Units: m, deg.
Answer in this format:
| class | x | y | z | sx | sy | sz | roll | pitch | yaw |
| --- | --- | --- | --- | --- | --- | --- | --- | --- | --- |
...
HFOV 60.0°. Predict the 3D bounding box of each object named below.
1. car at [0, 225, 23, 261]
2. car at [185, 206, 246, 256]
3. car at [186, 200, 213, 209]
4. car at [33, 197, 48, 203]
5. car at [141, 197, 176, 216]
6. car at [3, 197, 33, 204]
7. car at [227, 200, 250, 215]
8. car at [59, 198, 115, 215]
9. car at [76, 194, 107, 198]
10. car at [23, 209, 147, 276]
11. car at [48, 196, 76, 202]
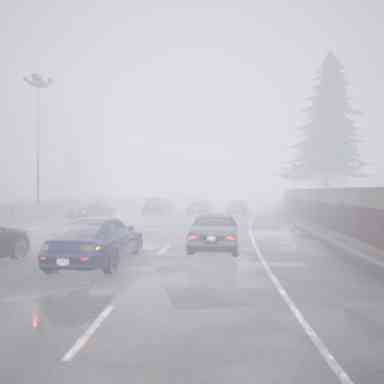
| class | x | y | z | sx | sy | sz | roll | pitch | yaw |
| --- | --- | --- | --- | --- | --- | --- | --- | --- | --- |
| car | -6.437 | 1.432 | 9.180 | 2.128 | 1.511 | 4.902 | 0 | 0 | 4 |
| car | 0.879 | 1.493 | 12.941 | 2.033 | 1.411 | 5.357 | 0 | 0 | 6 |
| car | 0.793 | 1.426 | 31.853 | 1.994 | 1.385 | 4.181 | 0 | 0 | 14 |
| car | -20.180 | 1.294 | 48.082 | 1.994 | 1.385 | 4.181 | 0 | 0 | 18 |
| car | -3.029 | 1.207 | 30.906 | 2.097 | 1.767 | 4.553 | 0 | 0 | 13 |
| car | -24.184 | 1.323 | 47.137 | 1.895 | 1.301 | 4.718 | 0 | 0 | 17 |
| car | 4.434 | 1.436 | 31.981 | 1.994 | 1.385 | 4.181 | 0 | 0 | 14 |
| car | -7.755 | 1.411 | 25.889 | 2.033 | 1.411 | 5.357 | 0 | 0 | 11 |
| car | -13.425 | 1.109 | 46.220 | 2.097 | 1.767 | 4.553 | 0 | 0 | 19 |
| car | -2.857 | 1.472 | 10.129 | 1.812 | 1.442 | 4.674 | 0 | 0 | 5 |
| car | -17.176 | 1.348 | 46.132 | 1.895 | 1.301 | 4.718 | 0 | 0 | 18 |
